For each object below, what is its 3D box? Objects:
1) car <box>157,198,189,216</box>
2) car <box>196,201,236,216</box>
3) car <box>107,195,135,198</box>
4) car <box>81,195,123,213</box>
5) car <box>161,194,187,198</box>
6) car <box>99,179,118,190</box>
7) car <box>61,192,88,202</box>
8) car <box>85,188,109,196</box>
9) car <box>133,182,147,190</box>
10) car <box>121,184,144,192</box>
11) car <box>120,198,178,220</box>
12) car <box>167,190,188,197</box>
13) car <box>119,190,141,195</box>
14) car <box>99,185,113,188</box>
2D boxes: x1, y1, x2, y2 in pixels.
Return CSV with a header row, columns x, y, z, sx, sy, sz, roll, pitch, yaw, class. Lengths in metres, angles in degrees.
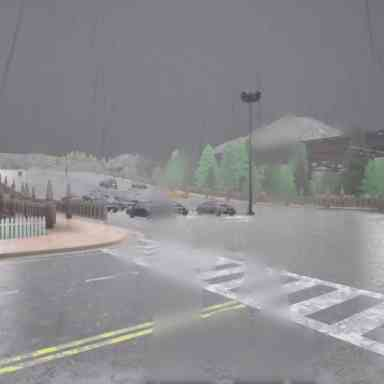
x,y,z,sx,sy,sz,roll,pitch,yaw,class
-2.153,1.557,31.936,1.994,1.385,4.181,0,0,-37,car
2.265,1.560,31.908,1.994,1.385,4.181,0,0,-37,car
-8.160,1.414,39.853,1.994,1.385,4.181,0,2,-37,car
-9.859,1.452,36.297,2.033,1.411,5.357,0,2,-37,car
-3.156,1.426,39.045,1.882,1.535,5.008,0,1,-37,car
-17.588,-1.703,70.042,2.150,2.045,5.566,0,7,-37,car
-16.051,0.905,44.503,1.837,1.490,4.892,0,4,-37,car
-14.191,0.637,47.858,2.097,1.767,4.553,0,4,-37,car
-11.822,-1.384,73.982,1.837,1.490,4.892,0,7,-37,car
-11.466,-0.061,62.019,1.895,1.301,4.718,0,7,-37,car
-3.782,1.545,28.292,2.033,1.411,5.357,0,0,-37,car
-2.789,0.369,62.128,1.882,1.535,5.008,0,5,-37,car
-9.274,1.010,47.147,1.882,1.535,5.008,0,4,-37,car
-15.405,0.172,55.380,1.837,1.490,4.892,0,6,-37,car
